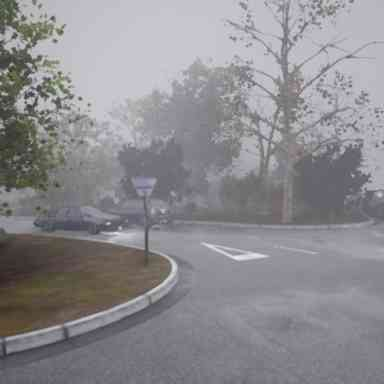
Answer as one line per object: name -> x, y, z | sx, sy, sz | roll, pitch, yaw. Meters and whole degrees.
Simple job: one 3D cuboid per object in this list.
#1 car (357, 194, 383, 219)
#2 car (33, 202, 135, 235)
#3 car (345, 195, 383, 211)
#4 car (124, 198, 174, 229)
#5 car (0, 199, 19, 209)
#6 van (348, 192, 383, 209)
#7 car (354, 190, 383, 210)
car -> 16.148, 1.091, 26.416 | 4.892, 1.521, 2.231 | -1, 0, 20
car -> -5.979, 1.434, 17.749 | 5.357, 1.411, 2.033 | -1, 1, 25
car -> 18.889, 1.133, 34.474 | 5.366, 1.575, 1.946 | -1, -1, 20
car -> -3.400, 1.170, 20.141 | 4.553, 1.767, 2.097 | 0, 1, 33
car -> -24.813, 1.633, 42.459 | 2.033, 1.411, 5.357 | -1, 0, 20
van -> 21.052, 0.972, 39.493 | 4.442, 1.987, 1.878 | -1, -1, 20
car -> 17.117, 0.843, 29.035 | 5.566, 2.045, 2.435 | -1, 0, 20
